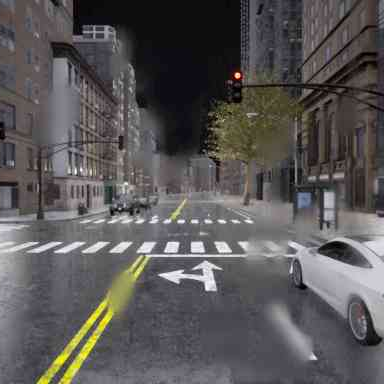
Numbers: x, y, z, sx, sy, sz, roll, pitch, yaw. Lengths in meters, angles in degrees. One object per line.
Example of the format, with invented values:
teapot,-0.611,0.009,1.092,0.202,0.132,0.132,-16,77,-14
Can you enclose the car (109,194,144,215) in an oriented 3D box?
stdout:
car,-6.601,1.197,33.322,2.150,2.045,5.566,0,0,1

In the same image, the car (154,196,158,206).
car,-6.639,1.417,54.442,2.128,1.511,4.902,0,0,0

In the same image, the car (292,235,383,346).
car,3.344,1.524,6.212,1.812,1.442,4.674,0,0,0

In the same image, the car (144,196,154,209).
car,-6.639,1.435,43.849,1.882,1.535,5.008,0,0,0
